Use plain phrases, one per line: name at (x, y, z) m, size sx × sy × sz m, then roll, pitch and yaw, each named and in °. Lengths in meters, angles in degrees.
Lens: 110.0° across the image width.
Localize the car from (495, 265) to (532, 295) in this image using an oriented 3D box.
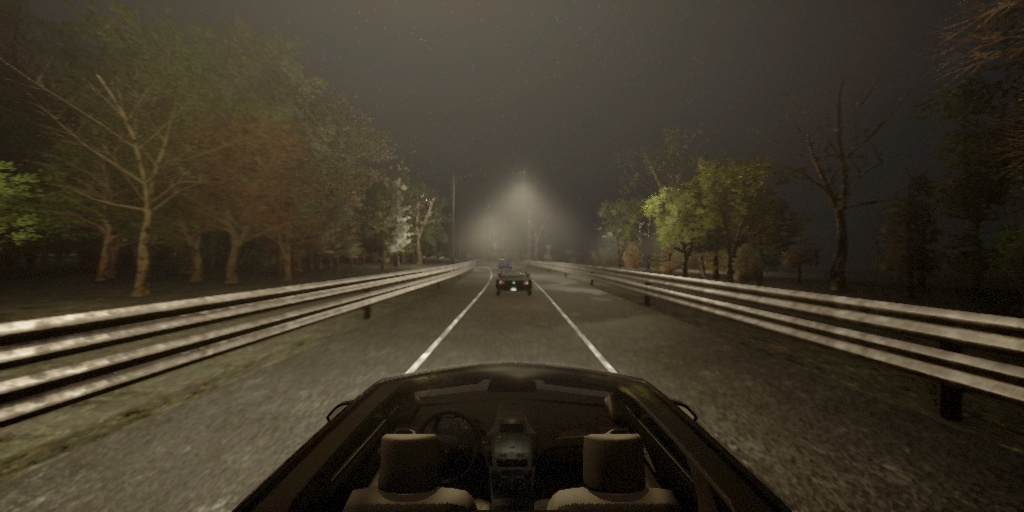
car at (0.095, 1.376, 20.193) m, size 1.895 × 1.301 × 4.718 m, roll 0°, pitch 0°, yaw 0°

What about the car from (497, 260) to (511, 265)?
car at (-1.181, 1.325, 53.025) m, size 2.033 × 1.411 × 5.357 m, roll 0°, pitch 0°, yaw -7°
